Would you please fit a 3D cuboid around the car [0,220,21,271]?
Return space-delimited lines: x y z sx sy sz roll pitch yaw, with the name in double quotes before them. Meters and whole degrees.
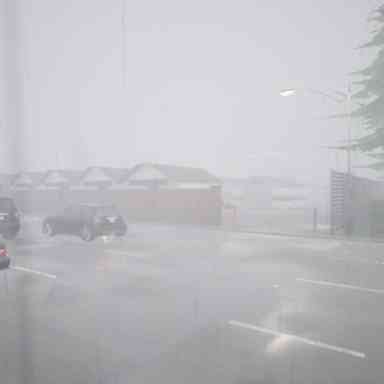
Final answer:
"car" -7.135 1.541 9.227 5.357 1.411 2.033 0 0 35

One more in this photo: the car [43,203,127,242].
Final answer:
"car" -5.413 1.345 16.571 4.553 1.767 2.097 0 0 35

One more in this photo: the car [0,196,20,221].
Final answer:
"car" -10.344 1.211 15.759 5.566 2.045 2.150 0 0 35
